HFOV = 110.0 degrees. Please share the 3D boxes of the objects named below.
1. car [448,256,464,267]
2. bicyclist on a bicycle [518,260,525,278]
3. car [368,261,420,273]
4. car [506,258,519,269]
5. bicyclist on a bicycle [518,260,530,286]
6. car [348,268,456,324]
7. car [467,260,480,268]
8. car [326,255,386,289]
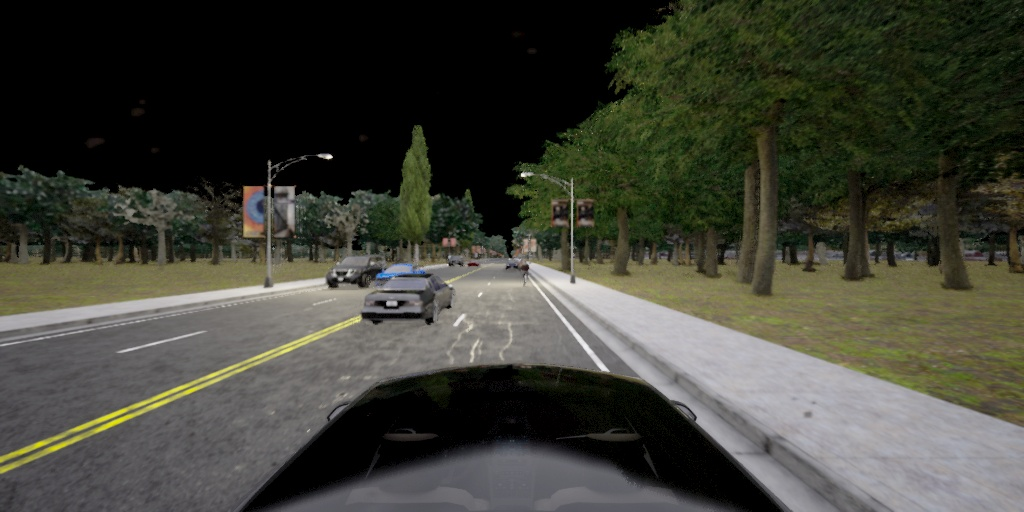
[{"bbox_3d":[-9.819,0.952,63.704,2.150,2.045,5.566,0,0,1],"label":"car"},{"bbox_3d":[0.870,1.193,33.585,0.582,1.620,1.656,0,0,0],"label":"bicyclist on a bicycle"},{"bbox_3d":[-6.613,1.221,21.640,1.882,1.535,5.008,0,0,0],"label":"car"},{"bbox_3d":[0.036,1.334,53.856,1.895,1.301,4.718,0,0,0],"label":"car"},{"bbox_3d":[0.877,1.114,23.533,0.659,1.776,1.843,0,0,0],"label":"bicyclist on a bicycle"},{"bbox_3d":[-3.157,1.294,11.921,2.033,1.411,5.357,0,0,0],"label":"car"},{"bbox_3d":[-6.579,1.332,61.544,1.895,1.301,4.718,0,0,1],"label":"car"},{"bbox_3d":[-9.865,0.964,23.411,2.150,2.045,5.566,0,0,0],"label":"car"}]
